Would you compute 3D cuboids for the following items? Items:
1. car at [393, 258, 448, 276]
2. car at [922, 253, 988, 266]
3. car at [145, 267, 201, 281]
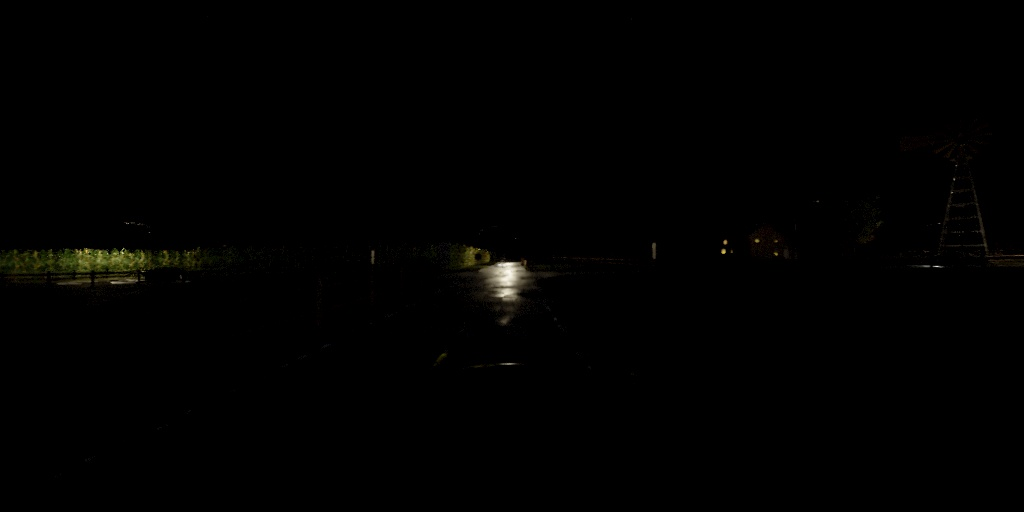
[{"bbox_3d":[-9.555,1.226,37.562,5.566,2.045,2.150,0,-1,0],"label":"car"},{"bbox_3d":[49.159,0.346,39.820,5.357,1.411,2.033,-1,-1,0],"label":"car"},{"bbox_3d":[-35.682,1.943,37.777,4.892,1.490,1.837,-1,-1,0],"label":"car"}]
